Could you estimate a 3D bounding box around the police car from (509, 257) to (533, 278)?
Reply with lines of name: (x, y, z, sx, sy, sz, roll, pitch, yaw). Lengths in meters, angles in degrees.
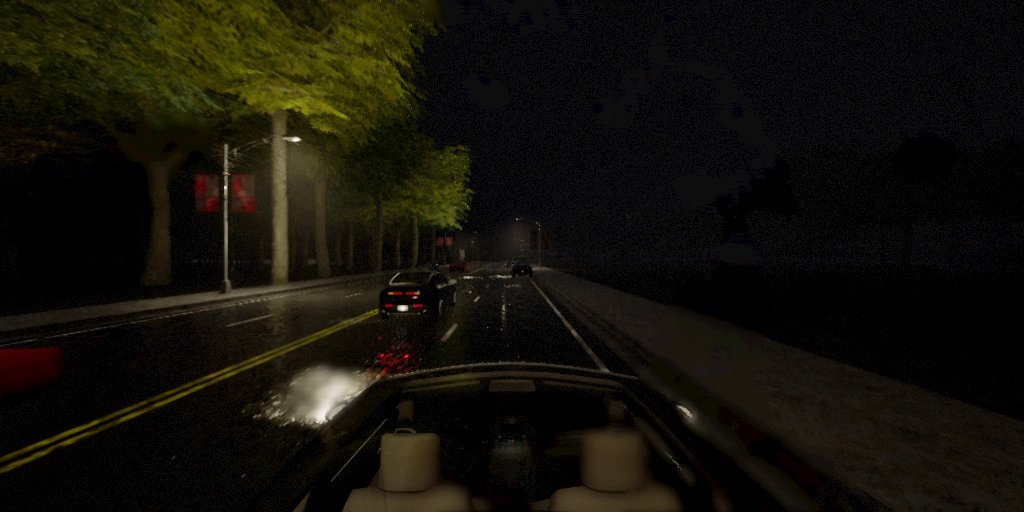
police car: (0.964, 1.196, 34.793, 1.930, 1.638, 5.238, 0, 0, 0)

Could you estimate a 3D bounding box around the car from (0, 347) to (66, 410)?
car: (-6.602, 1.351, 2.259, 1.895, 1.301, 4.718, 0, 0, 0)

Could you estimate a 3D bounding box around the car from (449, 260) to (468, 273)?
car: (-6.595, 1.260, 44.454, 1.882, 1.535, 5.008, 0, 0, 0)

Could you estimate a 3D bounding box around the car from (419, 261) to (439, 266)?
car: (-9.848, 1.305, 42.412, 1.812, 1.442, 4.674, 0, 0, 0)

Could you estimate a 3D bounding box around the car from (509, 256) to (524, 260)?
car: (0.961, 1.133, 44.653, 2.097, 1.767, 4.553, 0, 0, 0)

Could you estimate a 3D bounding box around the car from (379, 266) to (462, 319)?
car: (-3.154, 1.257, 12.772, 1.837, 1.490, 4.892, 0, 0, 0)
